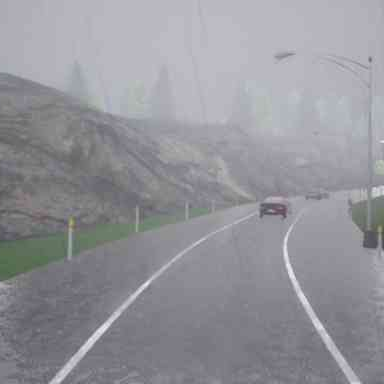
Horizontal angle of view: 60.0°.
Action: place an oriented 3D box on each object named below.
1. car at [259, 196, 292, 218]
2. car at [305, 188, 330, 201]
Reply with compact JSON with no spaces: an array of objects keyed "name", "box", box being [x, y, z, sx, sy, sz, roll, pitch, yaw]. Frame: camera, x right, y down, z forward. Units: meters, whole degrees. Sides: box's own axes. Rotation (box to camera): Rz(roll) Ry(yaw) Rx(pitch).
[{"name":"car","box":[6.427,1.047,25.336,1.882,1.535,5.008,0,2,22]},{"name":"car","box":[15.579,0.240,41.178,2.128,1.511,4.902,0,3,39]}]
